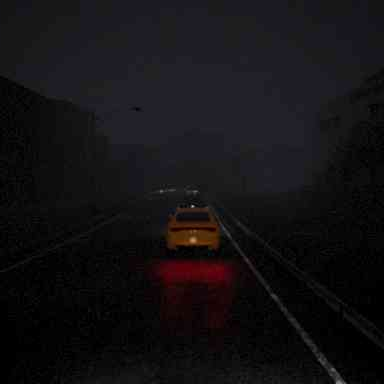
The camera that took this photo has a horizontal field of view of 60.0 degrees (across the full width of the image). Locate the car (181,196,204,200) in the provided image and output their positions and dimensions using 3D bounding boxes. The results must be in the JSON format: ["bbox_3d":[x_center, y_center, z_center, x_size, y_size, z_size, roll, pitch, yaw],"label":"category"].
[{"bbox_3d":[0.048,0.971,27.056,1.994,1.385,4.181,0,3,0],"label":"car"}]

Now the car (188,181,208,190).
[{"bbox_3d":[1.116,-1.134,60.899,1.837,1.490,4.892,2,4,36],"label":"car"}]

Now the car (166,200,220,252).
[{"bbox_3d":[0.055,1.352,13.309,1.882,1.535,5.008,0,2,0],"label":"car"}]
